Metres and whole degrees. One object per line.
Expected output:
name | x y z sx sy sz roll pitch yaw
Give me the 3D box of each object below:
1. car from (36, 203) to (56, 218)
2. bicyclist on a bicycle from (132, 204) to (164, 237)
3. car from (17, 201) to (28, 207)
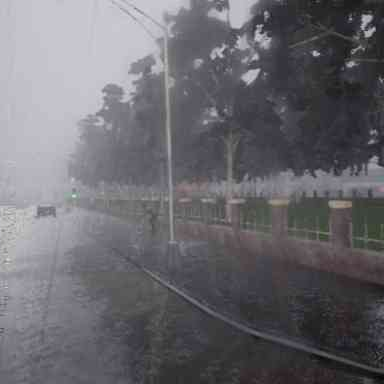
car | -16.271 1.974 37.136 1.882 1.535 5.008 -2 0 -25
bicyclist on a bicycle | -2.220 1.413 16.720 1.656 1.620 0.582 -2 0 -25
car | -39.116 2.774 76.813 2.097 1.767 4.553 -2 0 -25
